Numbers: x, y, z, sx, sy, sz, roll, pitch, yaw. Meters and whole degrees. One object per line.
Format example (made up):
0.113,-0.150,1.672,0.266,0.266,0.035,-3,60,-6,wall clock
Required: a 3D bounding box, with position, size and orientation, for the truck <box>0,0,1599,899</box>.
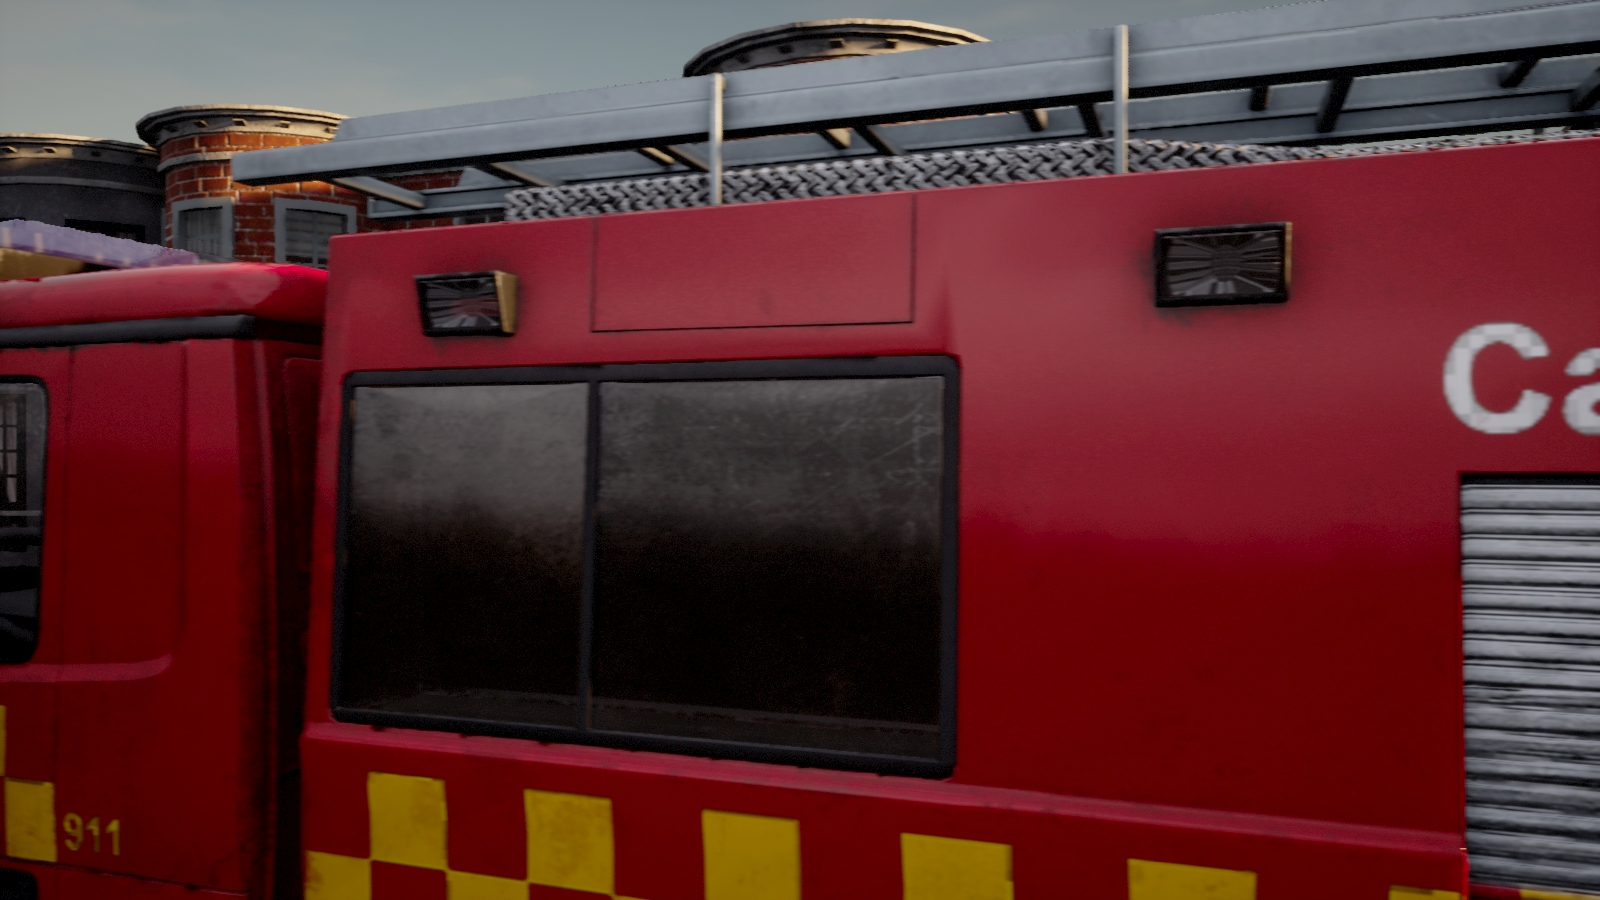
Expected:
0.903,0.670,3.555,8.468,3.827,2.891,0,0,20,truck
